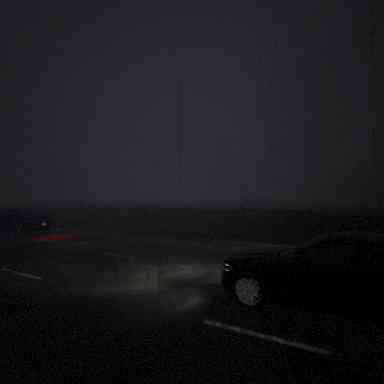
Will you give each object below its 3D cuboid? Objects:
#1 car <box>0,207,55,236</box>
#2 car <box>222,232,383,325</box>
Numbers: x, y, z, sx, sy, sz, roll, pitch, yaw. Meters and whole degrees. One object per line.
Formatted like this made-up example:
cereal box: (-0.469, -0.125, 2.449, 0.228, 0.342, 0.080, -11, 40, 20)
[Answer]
car: (-10.231, 1.645, 19.872, 5.008, 1.535, 1.882, 0, 0, 35)
car: (2.923, 1.487, 6.205, 5.008, 1.535, 1.882, 0, 0, 35)
